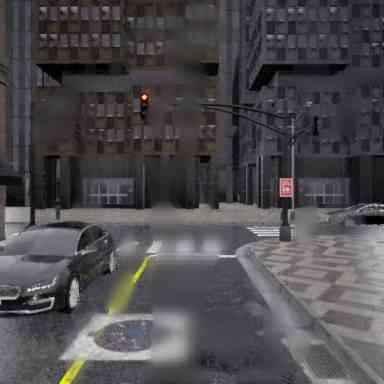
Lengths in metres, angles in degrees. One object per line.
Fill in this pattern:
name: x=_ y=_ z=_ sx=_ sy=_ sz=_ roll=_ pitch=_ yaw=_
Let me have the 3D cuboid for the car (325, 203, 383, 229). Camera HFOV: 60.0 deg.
car: x=11.017 y=1.473 z=21.074 sx=4.902 sy=1.511 sz=2.128 roll=0 pitch=0 yaw=0

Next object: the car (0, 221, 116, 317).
car: x=-3.103 y=1.505 z=7.731 sx=1.837 sy=1.490 sz=4.892 roll=-1 pitch=0 yaw=1

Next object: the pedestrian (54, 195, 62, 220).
pedestrian: x=-9.824 y=1.152 z=24.365 sx=0.375 sy=1.860 sz=0.375 roll=0 pitch=0 yaw=1
